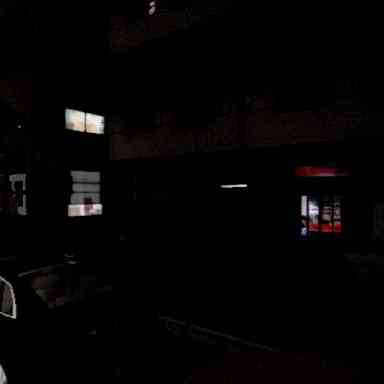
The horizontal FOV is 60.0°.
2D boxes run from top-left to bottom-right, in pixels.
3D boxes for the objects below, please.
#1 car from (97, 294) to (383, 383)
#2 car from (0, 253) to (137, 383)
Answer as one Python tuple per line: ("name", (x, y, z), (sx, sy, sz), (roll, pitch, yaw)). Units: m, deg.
("car", (1.837, 1.538, 1.557), (4.829, 1.417, 1.752), (0, 0, 36))
("car", (-2.431, 1.539, 4.640), (4.403, 1.369, 2.008), (0, 0, 36))
